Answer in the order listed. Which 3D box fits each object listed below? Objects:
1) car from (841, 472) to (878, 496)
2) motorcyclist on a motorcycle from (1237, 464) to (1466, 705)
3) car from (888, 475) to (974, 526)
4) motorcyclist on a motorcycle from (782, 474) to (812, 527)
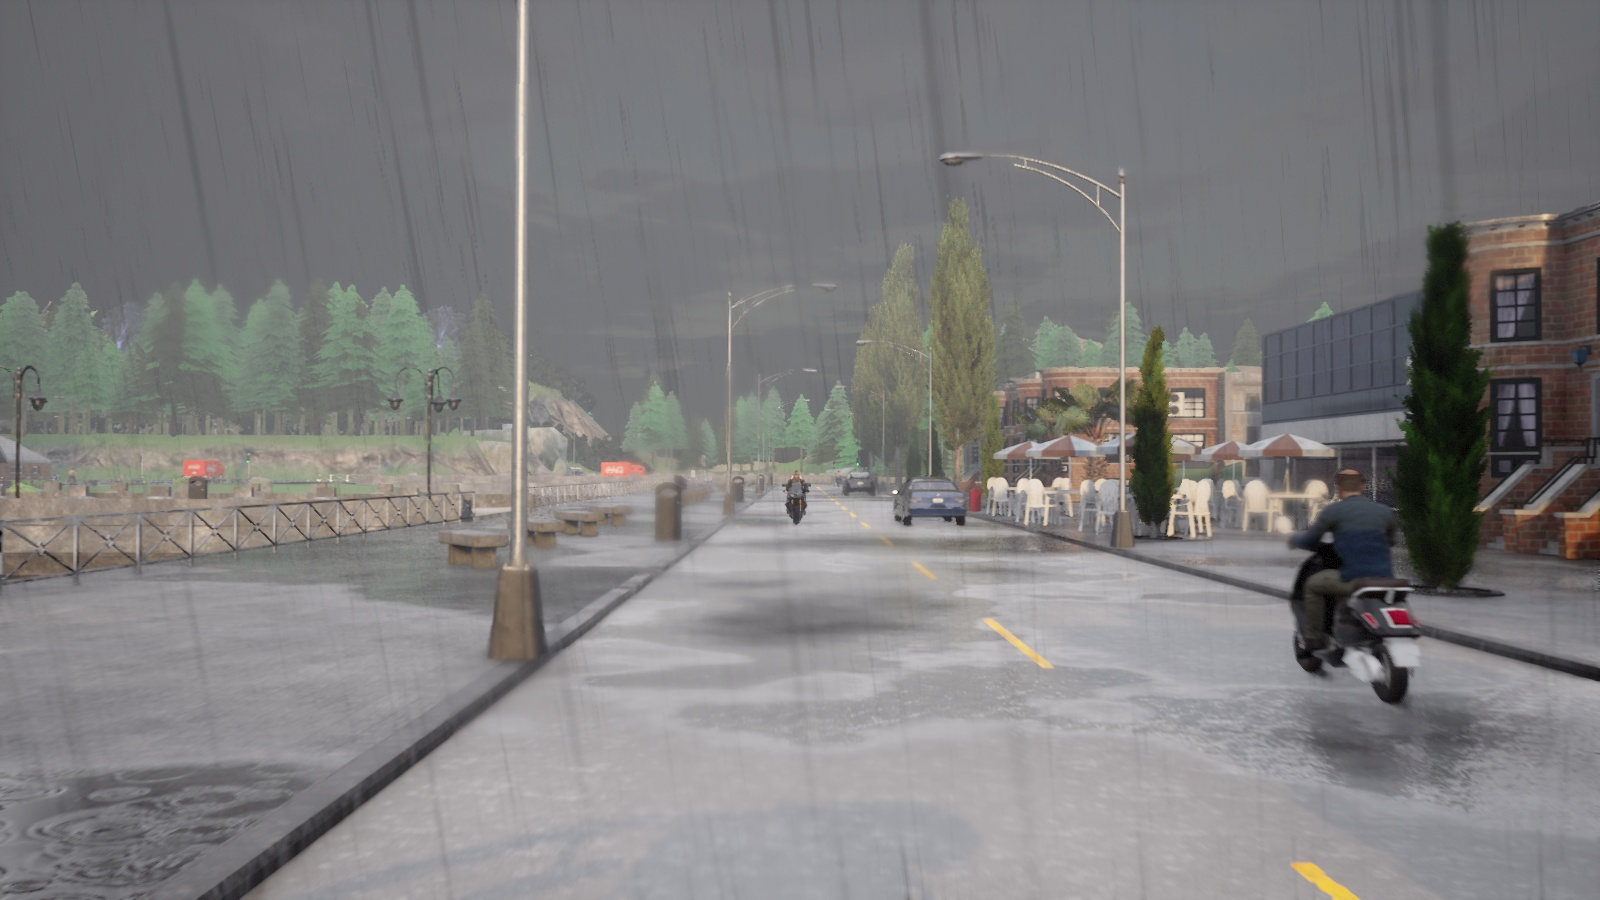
[{"bbox_3d":[3.791,2.151,80.743,2.163,1.488,4.792,0,-1,0],"label":"car"},{"bbox_3d":[3.975,0.907,9.243,0.866,1.590,1.817,0,-1,0],"label":"motorcyclist on a motorcycle"},{"bbox_3d":[3.901,1.486,38.176,2.033,1.411,5.357,0,-1,0],"label":"car"},{"bbox_3d":[-0.097,1.474,37.251,0.866,1.530,2.191,0,-1,0],"label":"motorcyclist on a motorcycle"}]
